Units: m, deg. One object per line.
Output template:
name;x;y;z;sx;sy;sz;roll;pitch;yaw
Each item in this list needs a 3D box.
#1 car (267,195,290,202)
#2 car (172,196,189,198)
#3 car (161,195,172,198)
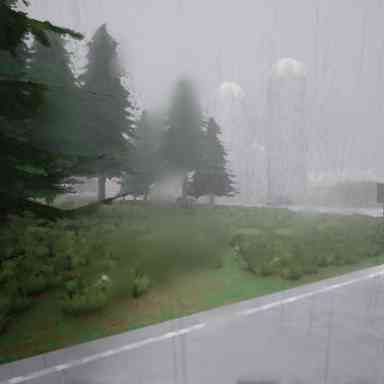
car;13.243;1.332;50.899;3.988;1.617;1.851;0;0;-36
car;-0.724;1.328;54.121;1.882;1.535;5.008;0;0;-35
car;-6.076;1.398;77.669;4.181;1.381;1.994;0;0;-36
